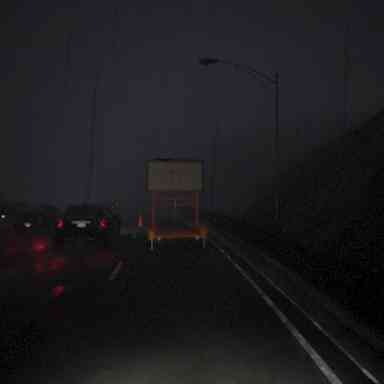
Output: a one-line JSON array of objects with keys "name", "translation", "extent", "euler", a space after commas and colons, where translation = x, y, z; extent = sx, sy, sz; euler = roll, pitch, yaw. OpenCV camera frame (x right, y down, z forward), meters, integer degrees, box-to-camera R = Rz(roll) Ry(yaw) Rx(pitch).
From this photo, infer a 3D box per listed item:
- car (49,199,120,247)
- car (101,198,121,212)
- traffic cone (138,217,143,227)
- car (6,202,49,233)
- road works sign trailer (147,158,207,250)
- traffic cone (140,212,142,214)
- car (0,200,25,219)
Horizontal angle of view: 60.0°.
[{"name": "car", "translation": [-4.435, 1.282, 14.747], "extent": [2.097, 1.767, 4.553], "euler": [0, 0, -6]}, {"name": "car", "translation": [-9.320, 1.421, 37.978], "extent": [1.895, 1.301, 4.718], "euler": [0, 0, -17]}, {"name": "traffic cone", "translation": [-3.215, 1.857, 20.779], "extent": [0.340, 0.580, 0.340], "euler": [0, 0, -8]}, {"name": "car", "translation": [-8.534, 1.437, 18.913], "extent": [1.812, 1.442, 4.674], "euler": [0, 0, -8]}, {"name": "road works sign trailer", "translation": [-0.715, 0.397, 14.066], "extent": [2.380, 3.560, 2.880], "euler": [0, 0, -8]}, {"name": "traffic cone", "translation": [-3.509, 1.847, 22.757], "extent": [0.340, 0.580, 0.340], "euler": [0, 0, -8]}, {"name": "car", "translation": [-13.165, 1.388, 24.834], "extent": [1.837, 1.490, 4.892], "euler": [0, 0, -12]}]
